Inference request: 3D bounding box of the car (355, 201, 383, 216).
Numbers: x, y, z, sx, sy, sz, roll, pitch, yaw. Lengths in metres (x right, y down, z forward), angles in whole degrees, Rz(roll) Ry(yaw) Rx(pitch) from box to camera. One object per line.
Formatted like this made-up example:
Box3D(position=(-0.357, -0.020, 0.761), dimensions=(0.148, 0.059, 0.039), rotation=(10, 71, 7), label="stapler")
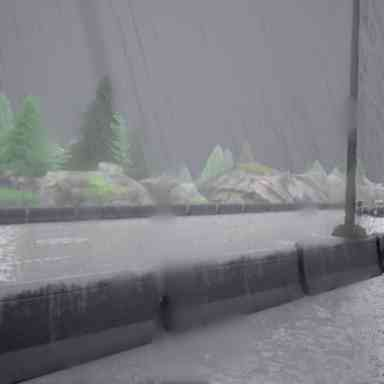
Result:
Box3D(position=(18.819, 1.677, 34.487), dimensions=(4.892, 1.490, 1.837), rotation=(1, -1, -35), label="car")
